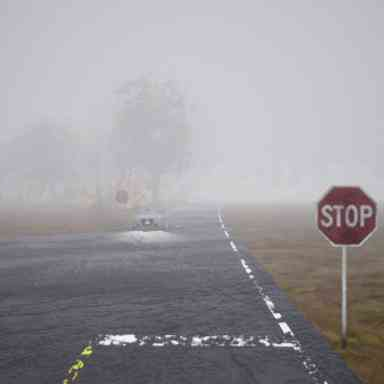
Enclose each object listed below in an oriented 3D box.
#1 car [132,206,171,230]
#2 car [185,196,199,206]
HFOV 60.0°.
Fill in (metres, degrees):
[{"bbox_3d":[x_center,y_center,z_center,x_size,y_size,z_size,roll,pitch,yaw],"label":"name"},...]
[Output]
[{"bbox_3d":[-2.478,1.572,21.029,1.994,1.385,4.181,0,0,3],"label":"car"},{"bbox_3d":[0.062,1.469,53.967,2.128,1.511,4.902,0,0,6],"label":"car"}]
